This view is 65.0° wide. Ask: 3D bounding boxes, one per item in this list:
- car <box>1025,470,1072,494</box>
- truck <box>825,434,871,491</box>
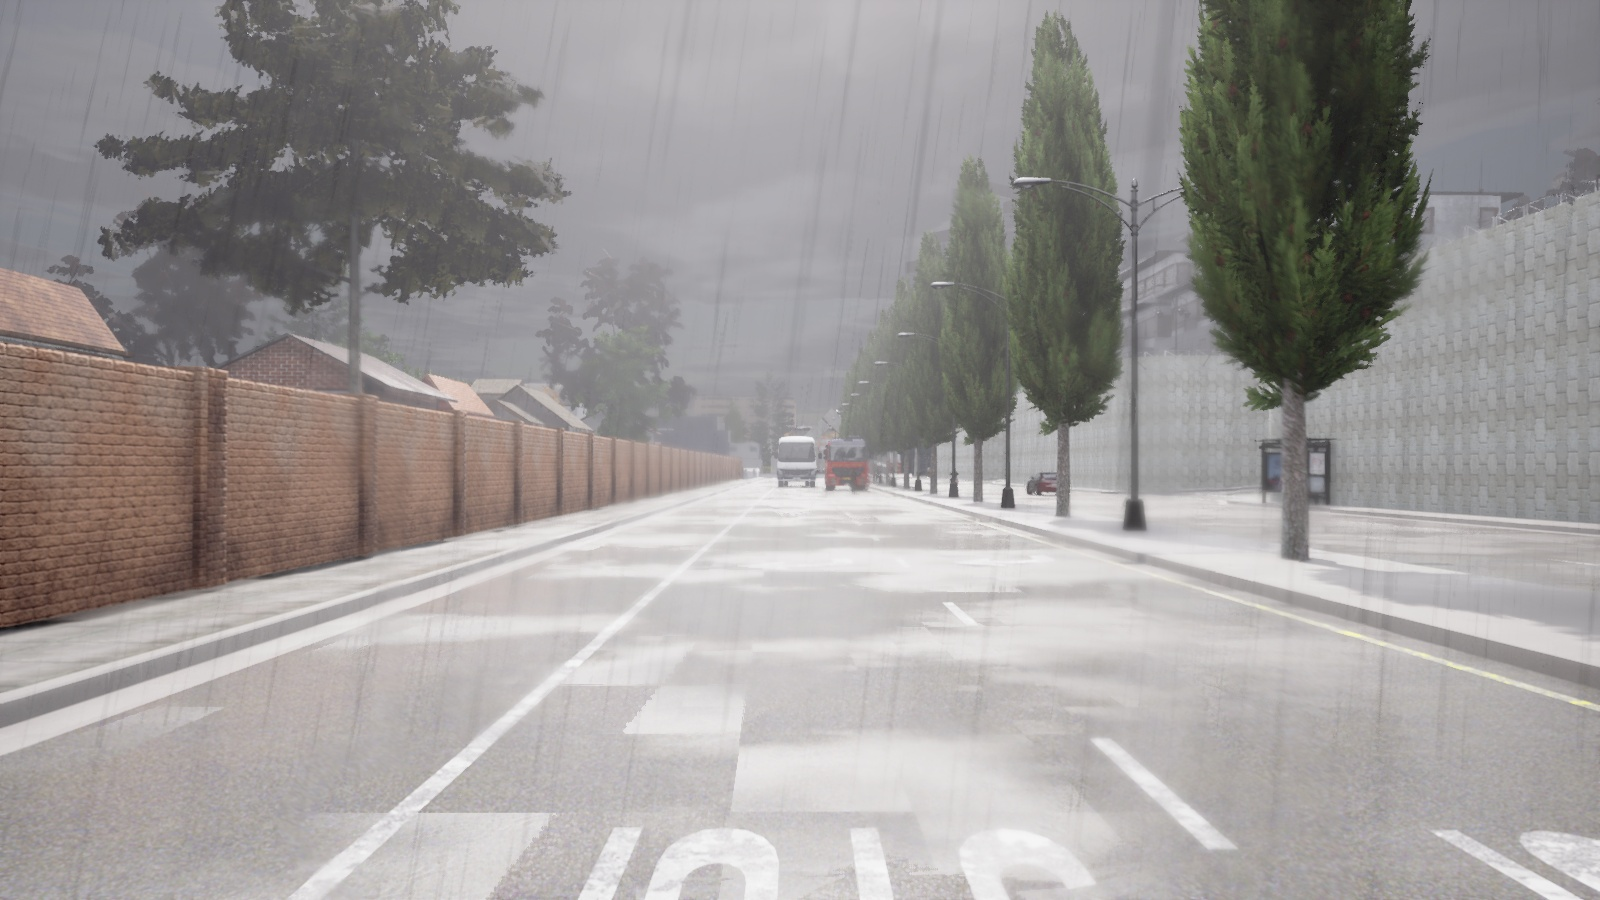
[{"bbox_3d":[14.817,1.894,75.140,1.994,1.385,4.181,0,-1,0],"label":"car"},{"bbox_3d":[3.282,0.917,88.361,2.891,3.827,8.468,0,-1,0],"label":"truck"}]
